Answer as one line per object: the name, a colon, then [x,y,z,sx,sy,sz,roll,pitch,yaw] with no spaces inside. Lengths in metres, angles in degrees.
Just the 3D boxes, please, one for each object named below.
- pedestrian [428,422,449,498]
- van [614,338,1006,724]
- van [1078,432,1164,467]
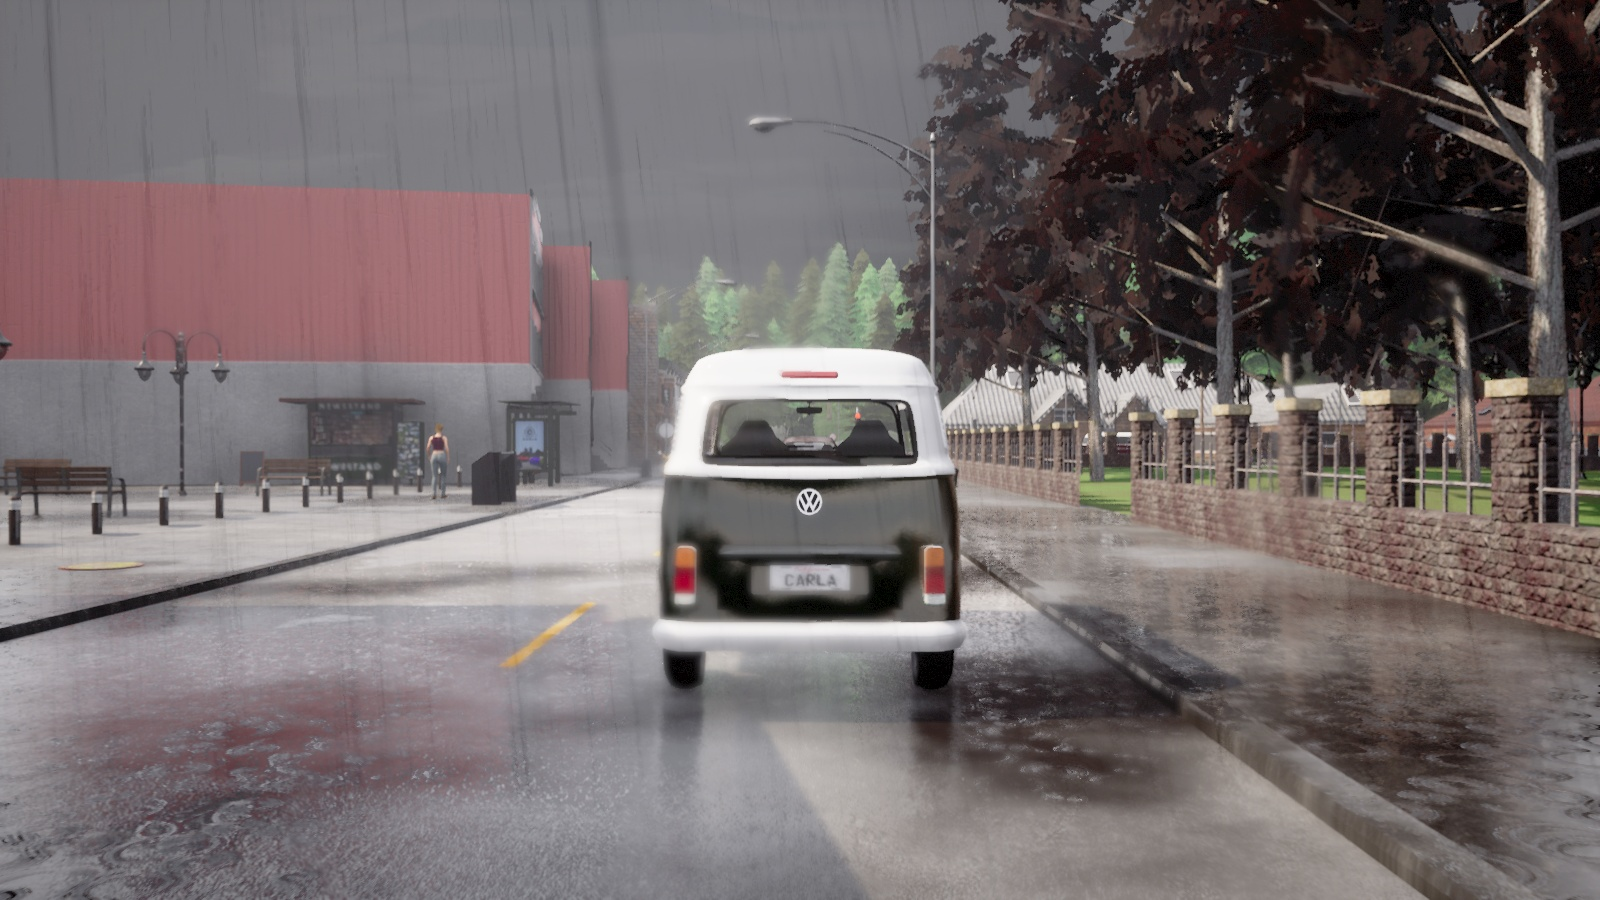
pedestrian: [-8.782,0.237,30.518,0.345,1.836,0.594,0,0,-2]
van: [0.067,0.408,8.874,2.069,2.038,4.480,0,0,0]
van: [18.771,-0.026,73.586,4.480,2.038,2.069,0,0,-1]
